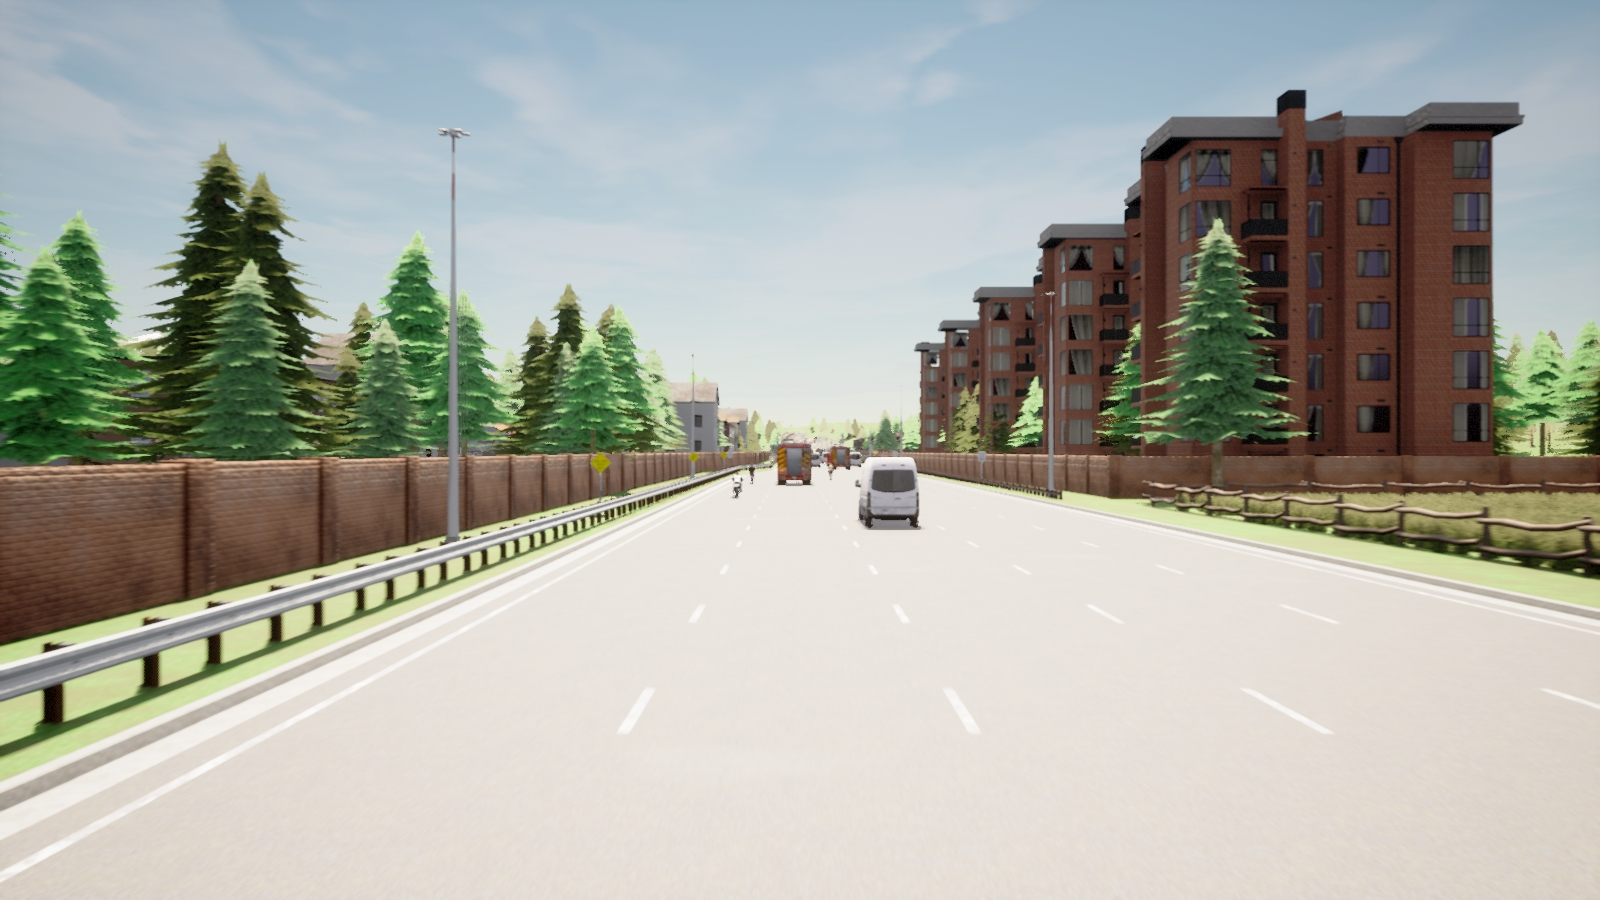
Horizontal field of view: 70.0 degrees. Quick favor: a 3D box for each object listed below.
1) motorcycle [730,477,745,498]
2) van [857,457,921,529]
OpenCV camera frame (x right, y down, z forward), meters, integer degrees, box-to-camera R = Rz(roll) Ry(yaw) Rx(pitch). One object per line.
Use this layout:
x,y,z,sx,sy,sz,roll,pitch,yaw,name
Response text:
-3.740,2.226,68.573,0.803,1.199,2.033,0,0,0,motorcycle
3.354,1.560,44.152,1.988,2.561,5.915,0,0,0,van
